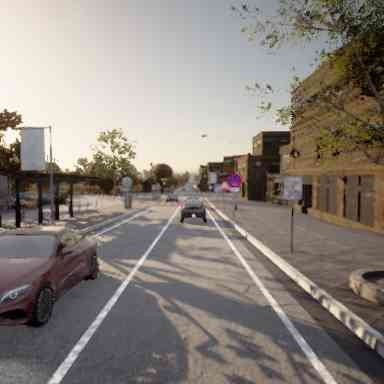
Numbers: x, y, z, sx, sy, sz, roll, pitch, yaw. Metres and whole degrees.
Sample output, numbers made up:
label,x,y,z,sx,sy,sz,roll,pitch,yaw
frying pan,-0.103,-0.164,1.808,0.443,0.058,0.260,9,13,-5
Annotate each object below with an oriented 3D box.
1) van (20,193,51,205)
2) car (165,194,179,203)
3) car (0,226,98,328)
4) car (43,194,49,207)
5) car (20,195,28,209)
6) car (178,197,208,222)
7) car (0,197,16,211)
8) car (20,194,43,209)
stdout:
label,x,y,z,sx,sy,sz,roll,pitch,yaw
van,-21.978,1.105,46.748,4.442,1.987,1.878,0,0,0
car,-3.220,1.012,54.723,1.994,1.385,4.181,0,1,0
car,-3.346,1.504,7.087,1.812,1.442,4.674,0,0,0
car,-22.122,1.369,43.975,4.792,1.488,2.163,0,0,0
car,-22.118,1.385,38.423,4.792,1.488,2.163,0,0,0
car,0.116,1.394,25.383,1.837,1.490,4.892,0,0,0
car,-22.081,1.365,35.648,4.892,1.521,2.231,0,0,0
car,-21.905,1.344,41.197,5.366,1.575,1.946,0,0,0
